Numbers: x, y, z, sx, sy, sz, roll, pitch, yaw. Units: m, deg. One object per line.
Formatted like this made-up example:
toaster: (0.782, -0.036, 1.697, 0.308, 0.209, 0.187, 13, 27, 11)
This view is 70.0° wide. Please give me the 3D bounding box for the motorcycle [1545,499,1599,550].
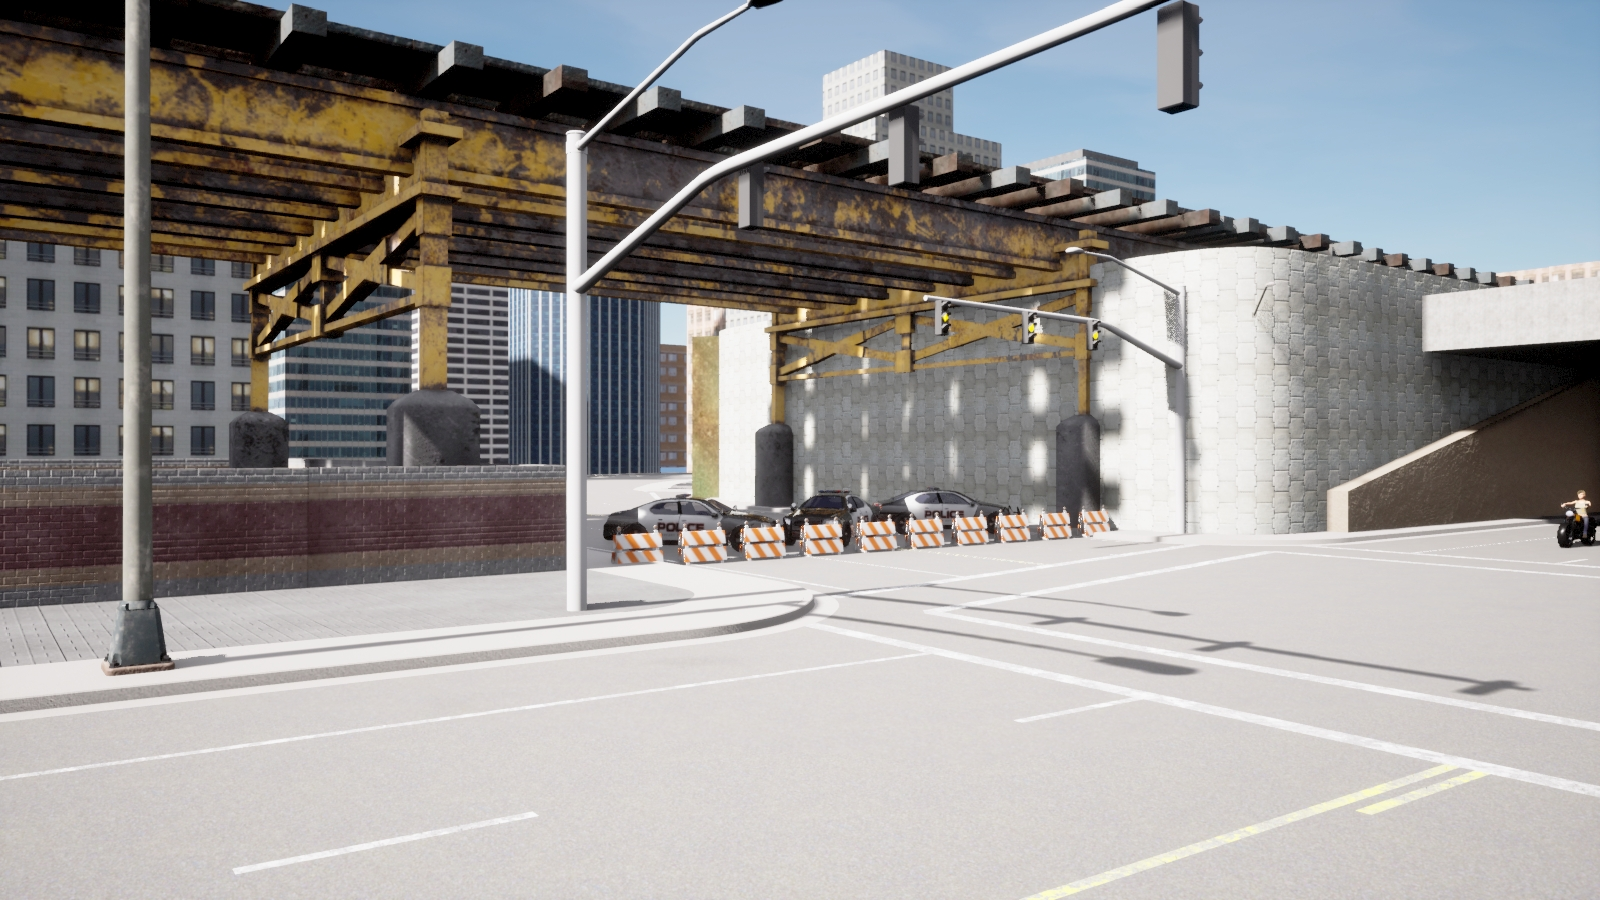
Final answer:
motorcycle: (22.559, 2.142, 33.174, 2.356, 1.332, 0.764, 0, 0, -37)
